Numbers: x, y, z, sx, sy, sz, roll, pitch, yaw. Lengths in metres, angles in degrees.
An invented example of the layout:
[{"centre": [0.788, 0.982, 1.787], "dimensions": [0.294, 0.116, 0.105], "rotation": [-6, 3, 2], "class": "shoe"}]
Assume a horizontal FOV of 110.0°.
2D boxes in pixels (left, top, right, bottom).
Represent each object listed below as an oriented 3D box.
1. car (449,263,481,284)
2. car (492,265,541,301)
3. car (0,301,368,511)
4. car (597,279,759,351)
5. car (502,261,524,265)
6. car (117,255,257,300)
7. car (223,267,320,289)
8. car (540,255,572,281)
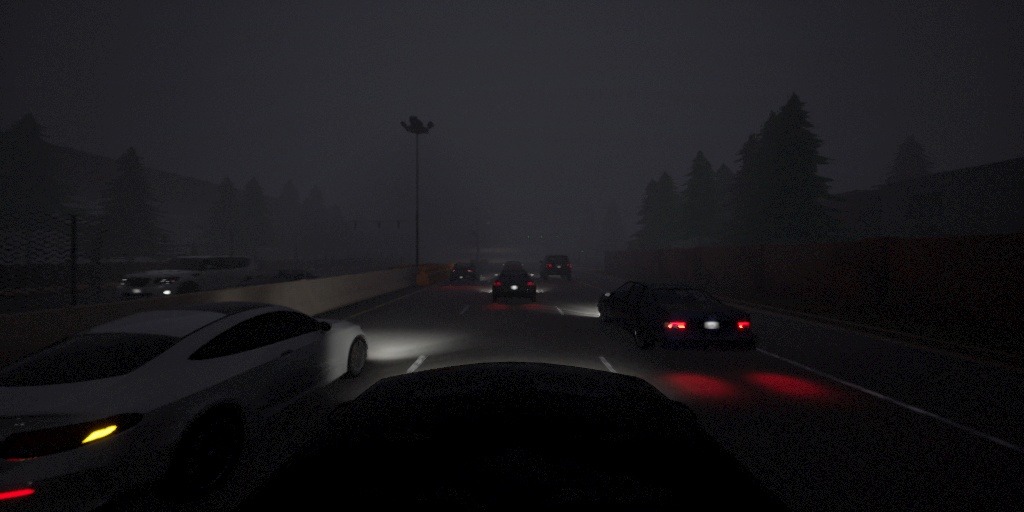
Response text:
[{"centre": [-3.404, 1.220, 26.455], "dimensions": [2.128, 1.511, 4.902], "rotation": [0, 0, 0], "class": "car"}, {"centre": [0.097, 1.301, 17.128], "dimensions": [1.994, 1.385, 4.181], "rotation": [0, 0, 0], "class": "car"}, {"centre": [-3.400, 1.273, 4.299], "dimensions": [1.812, 1.442, 4.674], "rotation": [0, 0, 0], "class": "car"}, {"centre": [3.600, 1.292, 8.976], "dimensions": [2.033, 1.411, 5.357], "rotation": [0, 0, 0], "class": "car"}, {"centre": [0.094, 1.201, 34.473], "dimensions": [1.882, 1.535, 5.008], "rotation": [0, 0, 0], "class": "car"}, {"centre": [-14.097, 0.958, 16.243], "dimensions": [2.150, 2.045, 5.566], "rotation": [0, 0, 0], "class": "car"}, {"centre": [-10.593, 1.300, 16.613], "dimensions": [1.994, 1.385, 4.181], "rotation": [0, 0, 0], "class": "car"}, {"centre": [3.595, 0.944, 30.054], "dimensions": [2.150, 2.045, 5.566], "rotation": [0, -1, 0], "class": "car"}]
